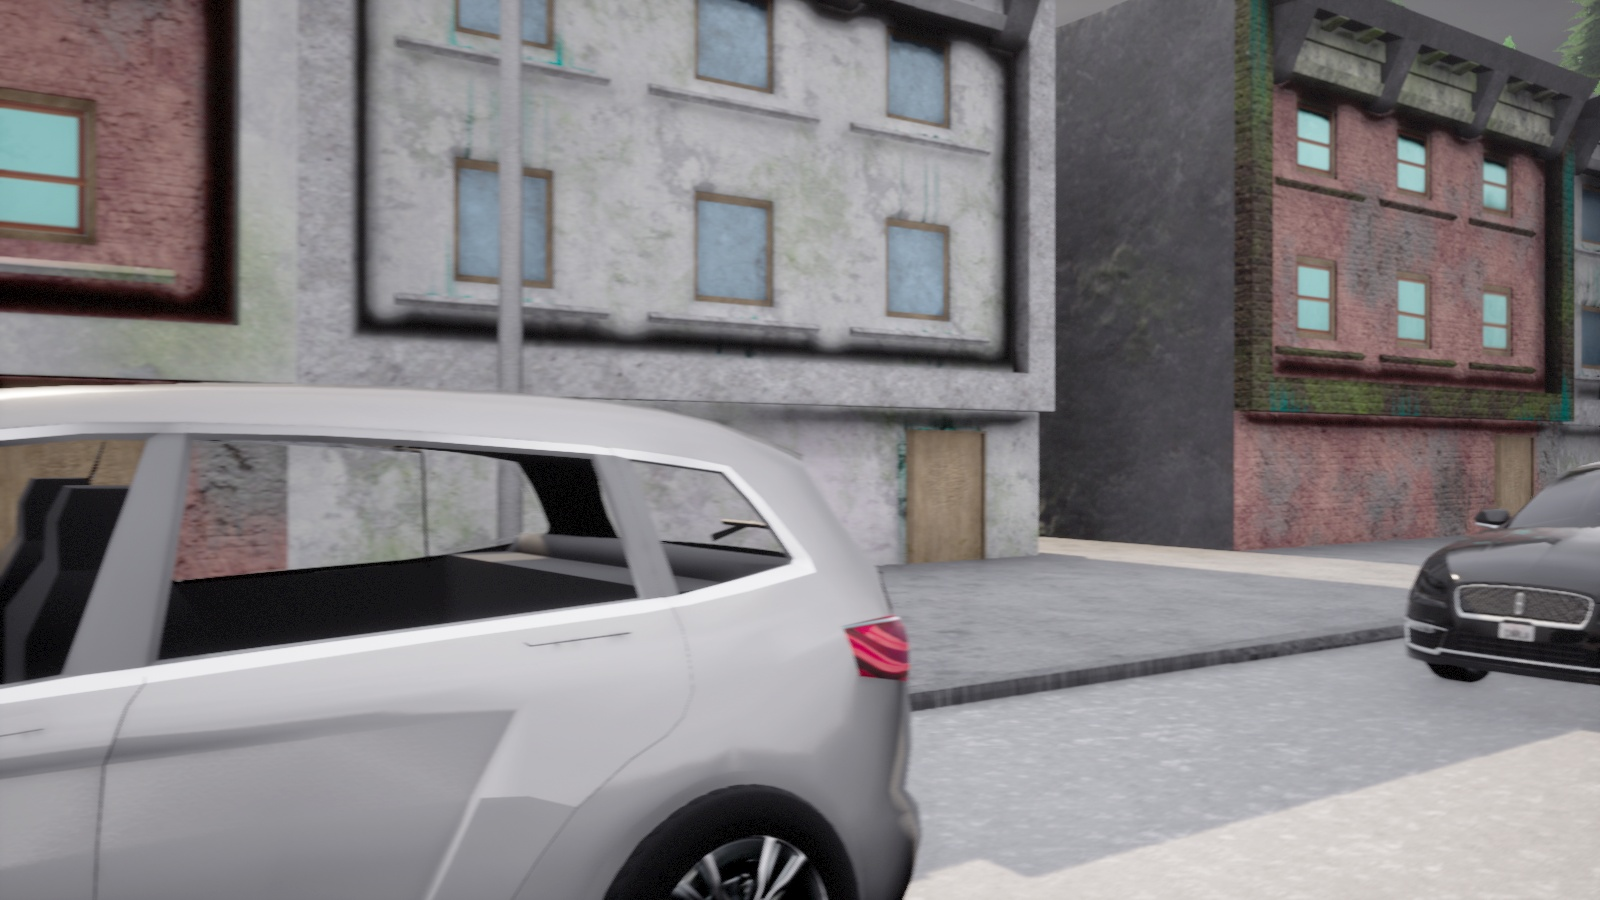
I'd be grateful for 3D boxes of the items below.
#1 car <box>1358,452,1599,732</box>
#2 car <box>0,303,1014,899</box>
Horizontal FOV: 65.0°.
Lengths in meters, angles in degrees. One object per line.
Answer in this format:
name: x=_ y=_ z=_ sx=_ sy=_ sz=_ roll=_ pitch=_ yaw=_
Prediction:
car: x=6.003 y=0.758 z=8.456 sx=4.892 sy=1.490 sz=1.837 roll=0 pitch=0 yaw=-35
car: x=-1.966 y=0.601 z=2.902 sx=4.611 sy=1.667 sz=2.242 roll=0 pitch=0 yaw=-35
